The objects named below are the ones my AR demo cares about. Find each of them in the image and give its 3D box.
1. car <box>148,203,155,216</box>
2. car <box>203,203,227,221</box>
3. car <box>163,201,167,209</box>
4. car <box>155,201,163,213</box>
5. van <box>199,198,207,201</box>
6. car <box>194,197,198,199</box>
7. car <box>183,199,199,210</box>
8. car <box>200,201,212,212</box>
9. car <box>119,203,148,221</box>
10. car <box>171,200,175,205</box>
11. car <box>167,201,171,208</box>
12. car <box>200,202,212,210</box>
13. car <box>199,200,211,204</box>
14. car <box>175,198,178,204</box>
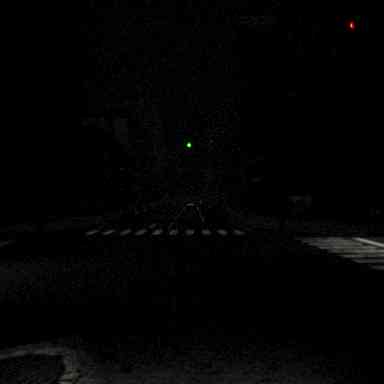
[{"bbox_3d":[-5.670,1.996,37.226,1.967,1.590,4.097,0,-1,0],"label":"car"},{"bbox_3d":[2.346,2.026,31.701,1.947,1.339,4.313,0,-1,0],"label":"car"},{"bbox_3d":[-5.644,2.358,53.754,2.008,1.369,4.403,0,-1,0],"label":"car"},{"bbox_3d":[-5.653,2.304,48.244,1.802,1.307,4.206,0,-1,0],"label":"car"},{"bbox_3d":[2.380,2.135,53.745,1.690,1.788,3.998,0,-1,0],"label":"van"},{"bbox_3d":[2.063,2.535,85.698,2.150,2.045,5.566,0,-1,0],"label":"car"},{"bbox_3d":[-0.153,2.341,56.972,2.128,1.511,4.902,0,-1,0],"label":"car"},{"bbox_3d":[2.363,2.207,42.722,1.802,1.307,4.206,0,-1,0],"label":"car"},{"bbox_3d":[-5.679,1.913,31.716,1.967,1.590,4.097,0,-1,0],"label":"car"},{"bbox_3d":[-5.610,2.710,75.794,2.008,1.369,4.403,0,-1,0],"label":"car"},{"bbox_3d":[-5.627,2.422,64.776,1.967,1.590,4.097,0,-1,0],"label":"car"},{"bbox_3d":[2.389,2.431,59.252,2.008,1.369,4.403,0,-1,0],"label":"car"},{"bbox_3d":[2.372,2.275,48.232,1.947,1.339,4.313,0,-1,0],"label":"car"},{"bbox_3d":[-5.583,3.008,92.325,1.802,1.307,4.206,0,-1,0],"label":"car"}]
